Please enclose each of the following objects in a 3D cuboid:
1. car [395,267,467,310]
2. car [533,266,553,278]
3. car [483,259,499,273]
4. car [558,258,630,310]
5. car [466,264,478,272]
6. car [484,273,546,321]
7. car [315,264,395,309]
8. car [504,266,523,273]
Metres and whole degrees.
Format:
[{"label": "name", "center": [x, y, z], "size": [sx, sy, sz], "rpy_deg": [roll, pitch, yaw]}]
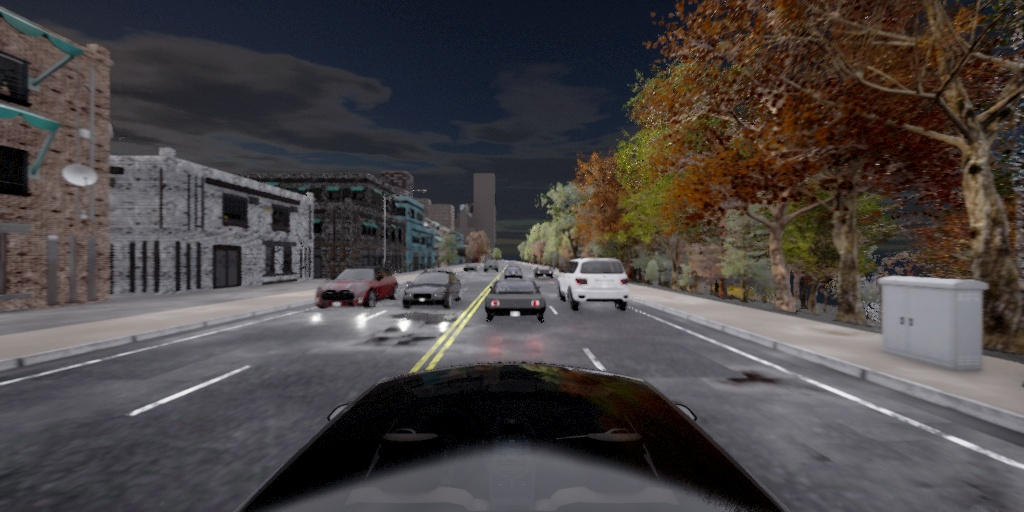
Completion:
[{"label": "car", "center": [-3.346, 1.402, 15.755], "size": [1.837, 1.490, 4.892], "rpy_deg": [0, -1, 0]}, {"label": "car", "center": [3.365, 1.748, 39.363], "size": [1.895, 1.301, 4.718], "rpy_deg": [0, -1, 0]}, {"label": "car", "center": [-3.292, 1.554, 57.106], "size": [2.150, 2.045, 5.566], "rpy_deg": [0, -1, 1]}, {"label": "car", "center": [3.352, 1.119, 15.649], "size": [2.150, 2.045, 5.566], "rpy_deg": [0, -1, 0]}, {"label": "car", "center": [-6.538, 1.933, 57.168], "size": [1.895, 1.301, 4.718], "rpy_deg": [0, -1, 1]}, {"label": "car", "center": [0.101, 1.469, 12.945], "size": [1.895, 1.301, 4.718], "rpy_deg": [0, -1, 0]}, {"label": "car", "center": [-6.595, 1.249, 15.752], "size": [2.097, 1.767, 4.553], "rpy_deg": [0, -1, 0]}, {"label": "car", "center": [0.114, 1.659, 36.055], "size": [2.033, 1.411, 5.357], "rpy_deg": [0, -1, 0]}]
